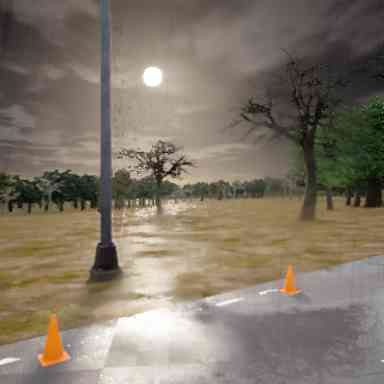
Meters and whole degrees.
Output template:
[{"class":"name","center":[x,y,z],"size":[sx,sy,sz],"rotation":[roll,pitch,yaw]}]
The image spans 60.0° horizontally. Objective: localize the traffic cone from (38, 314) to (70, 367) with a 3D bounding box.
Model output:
[{"class":"traffic cone","center":[-1.868,1.956,4.498],"size":[0.340,0.580,0.340],"rotation":[0,0,-36]}]

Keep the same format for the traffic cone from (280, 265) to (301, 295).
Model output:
[{"class":"traffic cone","center":[2.192,1.932,7.417],"size":[0.340,0.580,0.340],"rotation":[0,0,-36]}]
